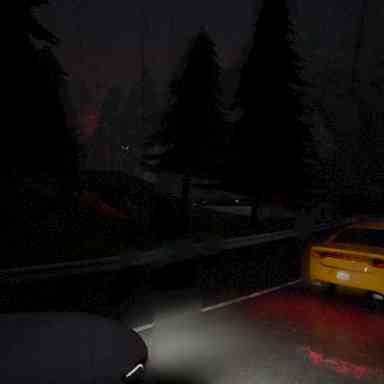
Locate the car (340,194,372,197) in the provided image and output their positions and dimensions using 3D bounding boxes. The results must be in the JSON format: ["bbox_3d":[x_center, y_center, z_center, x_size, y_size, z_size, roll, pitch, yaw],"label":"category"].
[{"bbox_3d":[19.277,1.226,37.109,5.566,2.045,2.150,0,0,34],"label":"car"}]

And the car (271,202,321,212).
[{"bbox_3d":[11.803,1.551,37.980,5.357,1.411,2.033,0,0,34],"label":"car"}]

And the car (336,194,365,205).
[{"bbox_3d":[28.797,1.352,60.524,4.553,1.767,2.097,0,0,34],"label":"car"}]

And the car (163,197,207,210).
[{"bbox_3d":[-0.933,1.482,42.470,4.892,1.490,1.837,0,0,34],"label":"car"}]

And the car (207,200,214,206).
[{"bbox_3d":[0.422,1.564,50.027,4.718,1.301,1.895,0,0,35],"label":"car"}]

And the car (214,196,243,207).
[{"bbox_3d":[5.461,1.332,50.817,4.553,1.767,2.097,0,0,34],"label":"car"}]

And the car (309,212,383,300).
[{"bbox_3d":[4.779,1.478,8.097,5.008,1.535,1.882,0,0,-42],"label":"car"}]

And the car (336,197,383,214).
[{"bbox_3d":[15.991,1.499,30.875,4.902,1.511,2.128,0,0,34],"label":"car"}]

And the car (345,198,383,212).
[{"bbox_3d":[21.230,1.495,40.013,4.902,1.511,2.128,0,0,34],"label":"car"}]

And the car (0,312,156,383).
[{"bbox_3d":[-2.493,1.526,2.231,4.674,1.442,1.812,0,0,-36],"label":"car"}]
